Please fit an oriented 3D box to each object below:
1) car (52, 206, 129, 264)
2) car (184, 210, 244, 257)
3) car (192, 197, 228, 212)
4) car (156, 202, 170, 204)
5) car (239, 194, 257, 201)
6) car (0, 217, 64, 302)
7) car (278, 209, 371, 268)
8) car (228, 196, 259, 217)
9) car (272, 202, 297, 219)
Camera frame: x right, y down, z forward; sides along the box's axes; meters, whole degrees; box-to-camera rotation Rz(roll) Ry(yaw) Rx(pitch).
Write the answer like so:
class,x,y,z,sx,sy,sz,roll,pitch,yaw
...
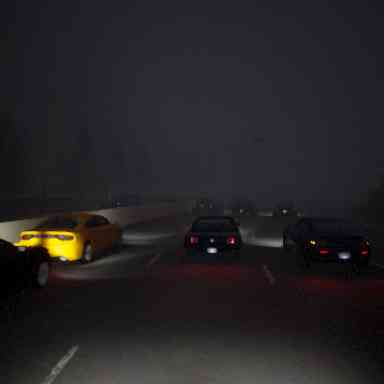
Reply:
class,x,y,z,sx,sy,sz,roll,pitch,yaw
car,-3.977,1.471,11.886,1.882,1.535,5.008,0,0,6
car,0.922,1.581,12.886,1.895,1.301,4.718,0,0,7
car,1.651,1.304,32.023,2.097,1.767,4.553,0,0,20
car,-2.923,1.458,39.918,1.837,1.490,4.892,0,0,22
car,12.537,1.242,73.718,2.033,1.411,5.357,0,0,33
car,-4.433,1.480,6.155,1.882,1.535,5.008,0,0,3
car,4.253,1.501,11.059,1.812,1.442,4.674,0,0,6
car,4.890,1.426,30.272,1.882,1.535,5.008,0,0,18
car,7.879,1.508,28.092,1.994,1.385,4.181,0,0,17
